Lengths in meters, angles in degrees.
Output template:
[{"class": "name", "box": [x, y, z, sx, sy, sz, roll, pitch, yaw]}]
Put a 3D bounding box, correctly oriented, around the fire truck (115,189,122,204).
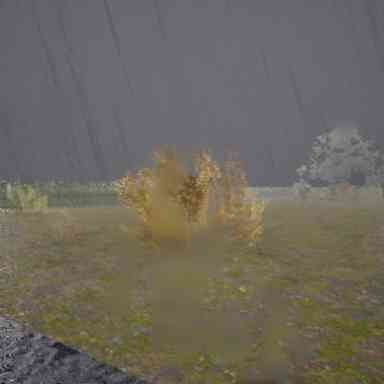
[{"class": "fire truck", "box": [-9.932, 0.207, 60.439, 2.891, 3.827, 8.468, 0, 0, 35]}]
